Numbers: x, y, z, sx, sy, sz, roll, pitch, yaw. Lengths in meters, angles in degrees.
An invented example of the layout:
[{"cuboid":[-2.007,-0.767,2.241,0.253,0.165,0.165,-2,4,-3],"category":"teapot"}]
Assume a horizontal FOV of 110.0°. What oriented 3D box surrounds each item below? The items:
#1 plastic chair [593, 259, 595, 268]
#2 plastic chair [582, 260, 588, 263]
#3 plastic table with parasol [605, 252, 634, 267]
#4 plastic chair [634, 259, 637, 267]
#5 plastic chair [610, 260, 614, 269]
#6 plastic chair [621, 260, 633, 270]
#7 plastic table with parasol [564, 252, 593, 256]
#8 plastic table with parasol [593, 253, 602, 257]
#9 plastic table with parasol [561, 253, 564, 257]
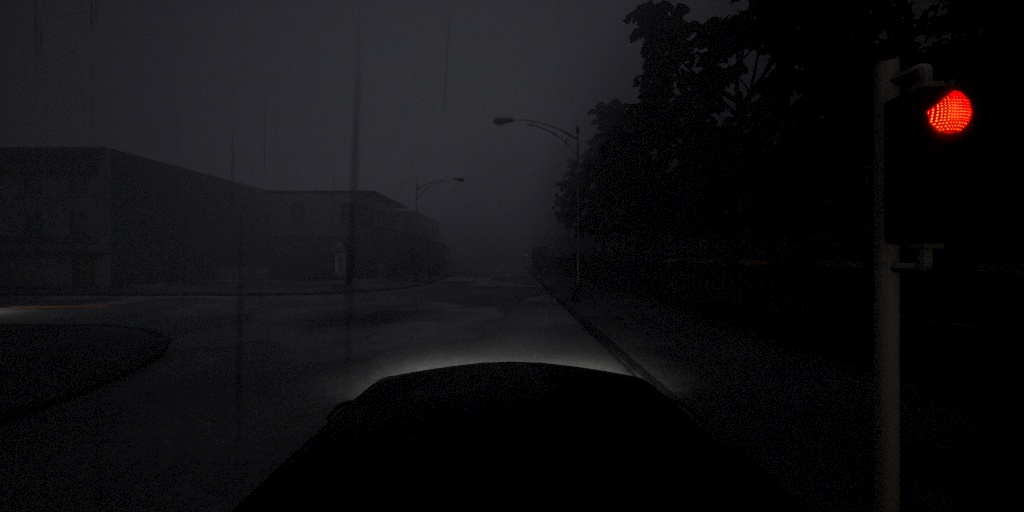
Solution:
[{"cuboid":[13.755,1.302,58.518,0.730,1.272,0.750,0,0,-35],"category":"plastic chair"},{"cuboid":[10.738,1.308,52.936,0.750,1.272,0.730,0,0,-40],"category":"plastic chair"},{"cuboid":[15.324,0.692,51.191,2.482,2.480,2.482,0,0,-40],"category":"plastic table with parasol"},{"cuboid":[18.680,1.158,54.638,0.750,1.272,0.730,0,0,-39],"category":"plastic chair"},{"cuboid":[14.350,1.304,50.290,0.730,1.272,0.750,0,0,-35],"category":"plastic chair"},{"cuboid":[16.056,1.294,50.192,0.750,1.272,0.730,0,0,-40],"category":"plastic chair"},{"cuboid":[10.007,0.682,53.933,2.482,2.480,2.482,0,0,-40],"category":"plastic table with parasol"},{"cuboid":[14.707,0.670,59.405,2.482,2.480,2.482,0,0,-42],"category":"plastic table with parasol"},{"cuboid":[10.723,0.702,62.374,2.482,2.480,2.482,0,0,-40],"category":"plastic table with parasol"}]
